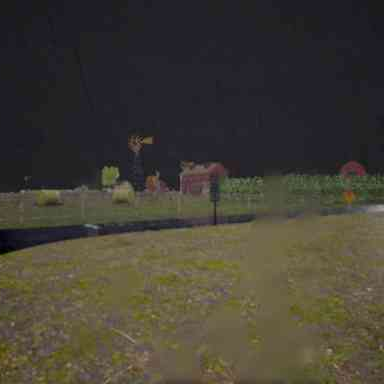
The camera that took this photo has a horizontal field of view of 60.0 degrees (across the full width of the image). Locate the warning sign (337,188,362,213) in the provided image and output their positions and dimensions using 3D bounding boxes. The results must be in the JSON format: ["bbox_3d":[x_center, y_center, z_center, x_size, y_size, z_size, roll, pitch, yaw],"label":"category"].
[{"bbox_3d":[12.045,0.626,25.430,1.060,1.860,1.300,0,-1,-34],"label":"warning sign"}]
